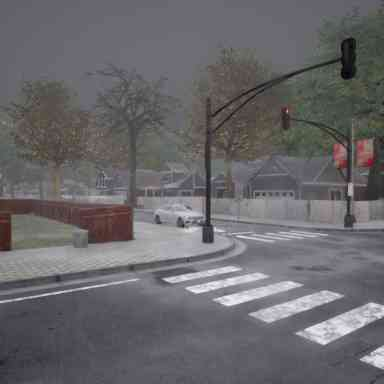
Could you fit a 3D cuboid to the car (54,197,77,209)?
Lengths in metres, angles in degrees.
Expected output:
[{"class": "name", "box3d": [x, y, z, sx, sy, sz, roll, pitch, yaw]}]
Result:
[{"class": "car", "box3d": [-18.376, 1.545, 47.217, 1.882, 1.535, 5.008, 0, 0, -35]}]

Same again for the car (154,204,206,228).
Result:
[{"class": "car", "box3d": [-0.933, 1.546, 22.681, 1.812, 1.442, 4.674, 0, 0, -36]}]

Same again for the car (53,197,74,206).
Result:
[{"class": "car", "box3d": [-22.266, 1.598, 57.466, 2.128, 1.511, 4.902, 0, 0, -36]}]

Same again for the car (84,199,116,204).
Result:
[{"class": "car", "box3d": [-9.032, 1.517, 34.035, 1.882, 1.535, 5.008, 0, 0, -35]}]

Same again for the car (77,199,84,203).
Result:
[{"class": "car", "box3d": [-16.614, 1.651, 49.653, 1.994, 1.385, 4.181, 0, 0, -35]}]
